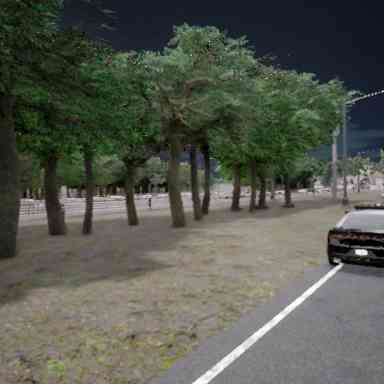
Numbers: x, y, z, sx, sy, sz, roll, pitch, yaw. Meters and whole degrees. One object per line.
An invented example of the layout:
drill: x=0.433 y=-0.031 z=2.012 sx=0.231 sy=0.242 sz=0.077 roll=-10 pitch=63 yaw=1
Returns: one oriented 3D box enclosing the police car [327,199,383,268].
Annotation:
police car: x=5.595 y=1.201 z=10.124 sx=1.930 sy=1.638 sz=5.238 roll=0 pitch=1 yaw=36
